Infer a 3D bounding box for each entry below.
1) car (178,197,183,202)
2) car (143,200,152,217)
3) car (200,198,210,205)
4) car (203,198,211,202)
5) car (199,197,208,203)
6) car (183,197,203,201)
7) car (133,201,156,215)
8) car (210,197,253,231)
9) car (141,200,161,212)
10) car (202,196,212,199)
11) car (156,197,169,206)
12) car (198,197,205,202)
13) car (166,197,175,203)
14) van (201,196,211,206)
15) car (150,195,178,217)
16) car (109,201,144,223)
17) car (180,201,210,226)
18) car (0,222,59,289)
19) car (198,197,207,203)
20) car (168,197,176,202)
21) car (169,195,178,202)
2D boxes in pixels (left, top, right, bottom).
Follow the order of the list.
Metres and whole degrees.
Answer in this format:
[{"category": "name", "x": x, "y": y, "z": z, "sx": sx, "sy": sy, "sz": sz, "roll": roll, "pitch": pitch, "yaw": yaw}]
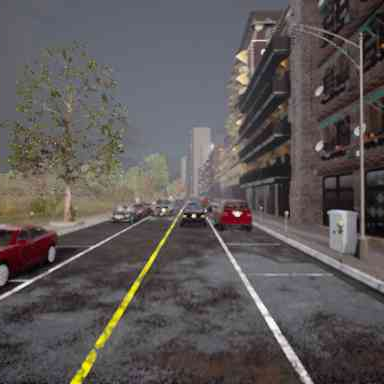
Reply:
[{"category": "car", "x": -2.726, "y": 1.778, "z": 73.766, "sx": 1.895, "sy": 1.301, "sz": 4.718, "roll": 0, "pitch": 0, "yaw": 0}, {"category": "car", "x": -5.297, "y": 1.732, "z": 31.941, "sx": 1.802, "sy": 1.307, "sz": 4.206, "roll": 1, "pitch": 0, "yaw": 0}, {"category": "car", "x": 2.595, "y": 1.889, "z": 66.583, "sx": 1.947, "sy": 1.339, "sz": 4.313, "roll": 1, "pitch": 0, "yaw": 0}, {"category": "car", "x": 2.586, "y": 1.748, "z": 38.278, "sx": 1.947, "sy": 1.339, "sz": 4.313, "roll": 1, "pitch": 0, "yaw": 0}, {"category": "car", "x": 2.599, "y": 1.927, "z": 77.905, "sx": 1.887, "sy": 1.381, "sz": 4.507, "roll": 1, "pitch": 0, "yaw": 0}, {"category": "car", "x": 0.114, "y": 1.723, "z": 41.534, "sx": 1.812, "sy": 1.442, "sz": 4.674, "roll": 0, "pitch": 0, "yaw": 0}, {"category": "car", "x": -5.294, "y": 1.723, "z": 37.594, "sx": 1.887, "sy": 1.381, "sz": 4.507, "roll": 1, "pitch": 0, "yaw": 0}, {"category": "car", "x": 2.583, "y": 1.415, "z": 21.297, "sx": 2.192, "sy": 1.841, "sz": 5.009, "roll": 1, "pitch": 0, "yaw": 0}, {"category": "car", "x": -5.293, "y": 1.756, "z": 43.249, "sx": 2.008, "sy": 1.369, "sz": 4.403, "roll": 1, "pitch": 0, "yaw": 0}, {"category": "car", "x": 2.594, "y": 1.580, "z": 55.262, "sx": 2.192, "sy": 1.841, "sz": 5.009, "roll": 1, "pitch": 0, "yaw": 0}, {"category": "car", "x": -5.286, "y": 1.730, "z": 60.210, "sx": 1.967, "sy": 1.590, "sz": 4.097, "roll": 1, "pitch": 0, "yaw": 0}, {"category": "car", "x": 2.604, "y": 2.040, "z": 94.887, "sx": 1.947, "sy": 1.339, "sz": 4.313, "roll": 1, "pitch": 0, "yaw": 0}, {"category": "car", "x": -5.280, "y": 1.932, "z": 82.655, "sx": 1.752, "sy": 1.417, "sz": 4.829, "roll": 1, "pitch": 0, "yaw": 0}, {"category": "van", "x": 2.595, "y": 1.635, "z": 60.923, "sx": 1.690, "sy": 1.788, "sz": 3.998, "roll": 1, "pitch": 0, "yaw": 0}, {"category": "car", "x": -2.834, "y": 1.509, "z": 33.245, "sx": 2.097, "sy": 1.767, "sz": 4.553, "roll": 0, "pitch": 0, "yaw": 0}, {"category": "car", "x": -5.298, "y": 1.674, "z": 26.287, "sx": 2.008, "sy": 1.369, "sz": 4.403, "roll": 1, "pitch": 0, "yaw": 0}, {"category": "car", "x": 0.109, "y": 1.662, "z": 24.504, "sx": 2.033, "sy": 1.411, "sz": 5.357, "roll": 0, "pitch": 0, "yaw": 0}, {"category": "car", "x": -5.304, "y": 1.588, "z": 9.325, "sx": 1.887, "sy": 1.381, "sz": 4.507, "roll": 1, "pitch": 0, "yaw": 0}, {"category": "car", "x": 2.600, "y": 1.978, "z": 83.565, "sx": 1.947, "sy": 1.339, "sz": 4.313, "roll": 1, "pitch": 0, "yaw": 0}, {"category": "car", "x": -5.278, "y": 1.990, "z": 88.480, "sx": 2.008, "sy": 1.369, "sz": 4.403, "roll": 1, "pitch": 0, "yaw": 0}, {"category": "car", "x": -5.274, "y": 1.785, "z": 94.134, "sx": 2.192, "sy": 1.841, "sz": 5.009, "roll": 1, "pitch": 0, "yaw": 0}]
